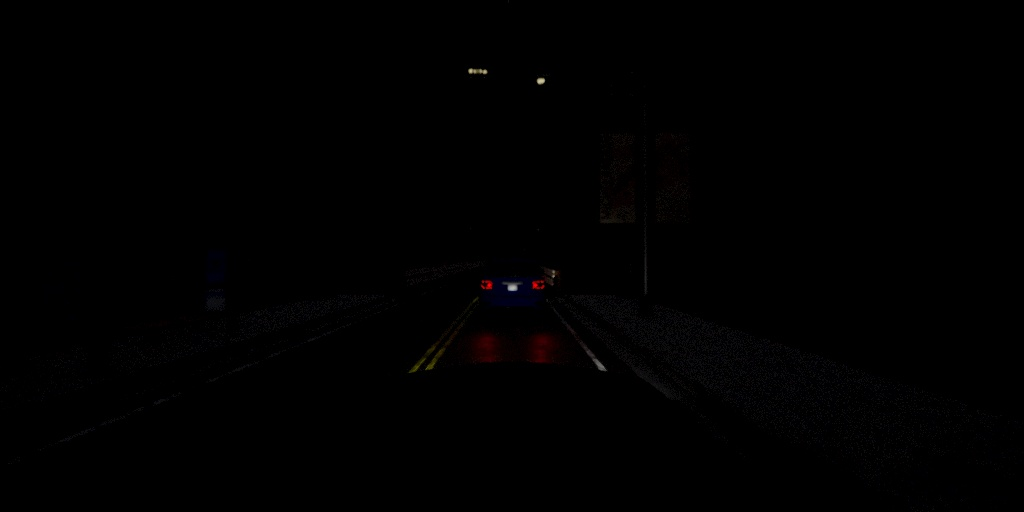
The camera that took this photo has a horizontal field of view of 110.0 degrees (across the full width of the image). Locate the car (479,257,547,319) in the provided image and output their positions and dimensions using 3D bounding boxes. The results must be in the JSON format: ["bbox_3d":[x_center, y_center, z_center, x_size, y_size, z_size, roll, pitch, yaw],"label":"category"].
[{"bbox_3d":[0.047,1.041,13.328,2.150,2.045,5.566,0,0,1],"label":"car"}]
